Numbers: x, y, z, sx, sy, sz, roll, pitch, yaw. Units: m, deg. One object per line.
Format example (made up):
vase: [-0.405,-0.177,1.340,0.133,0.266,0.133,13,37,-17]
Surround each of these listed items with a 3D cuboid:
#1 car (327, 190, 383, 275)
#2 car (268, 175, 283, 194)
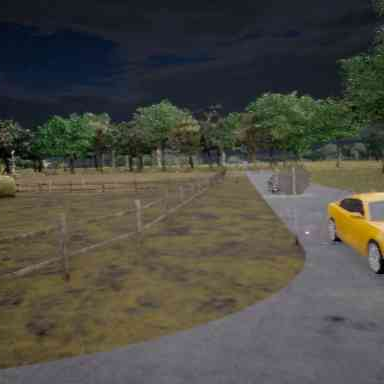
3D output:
car: [4.846,0.781,8.269,1.882,1.535,5.008,-3,4,8]
car: [7.693,-0.722,28.861,1.837,1.490,4.892,-3,4,8]
